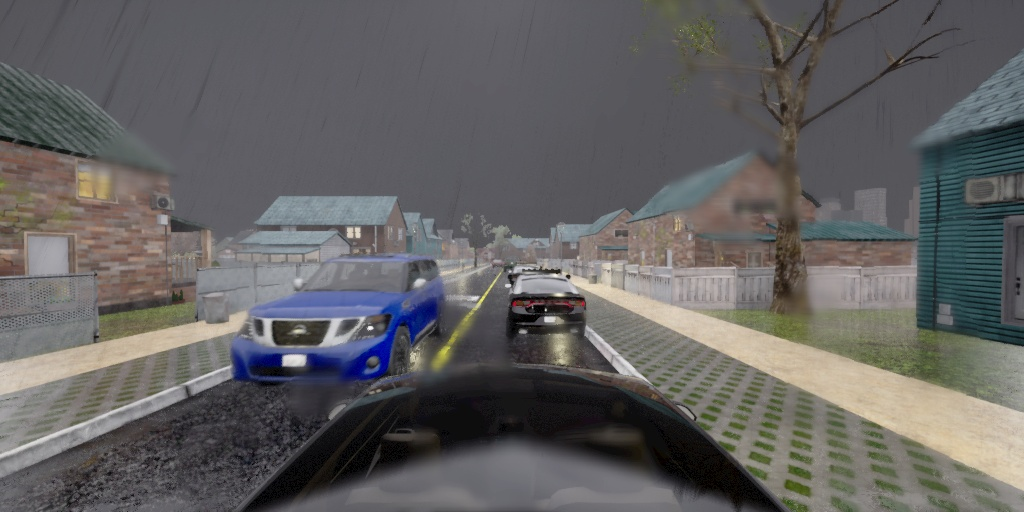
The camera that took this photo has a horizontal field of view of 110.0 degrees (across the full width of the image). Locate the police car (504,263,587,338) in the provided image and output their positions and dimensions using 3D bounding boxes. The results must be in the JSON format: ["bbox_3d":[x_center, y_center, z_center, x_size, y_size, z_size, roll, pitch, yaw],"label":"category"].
[{"bbox_3d":[0.827,1.174,10.360,1.930,1.638,5.238,0,0,0],"label":"police car"}]

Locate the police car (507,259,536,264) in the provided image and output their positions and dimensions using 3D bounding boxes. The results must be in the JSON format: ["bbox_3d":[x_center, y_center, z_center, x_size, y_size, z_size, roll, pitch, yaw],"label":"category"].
[{"bbox_3d":[0.828,1.182,20.362,1.930,1.638,5.238,0,0,0],"label":"police car"}]

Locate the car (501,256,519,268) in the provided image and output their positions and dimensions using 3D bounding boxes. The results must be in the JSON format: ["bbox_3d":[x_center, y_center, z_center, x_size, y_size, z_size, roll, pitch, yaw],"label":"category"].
[{"bbox_3d":[0.029,1.027,47.008,2.150,2.045,5.566,0,0,0],"label":"car"}]

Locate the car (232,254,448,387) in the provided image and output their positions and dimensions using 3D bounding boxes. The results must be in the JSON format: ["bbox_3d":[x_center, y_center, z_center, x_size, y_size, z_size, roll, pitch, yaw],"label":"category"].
[{"bbox_3d":[-2.748,0.970,7.291,2.150,2.045,5.566,0,0,0],"label":"car"}]
